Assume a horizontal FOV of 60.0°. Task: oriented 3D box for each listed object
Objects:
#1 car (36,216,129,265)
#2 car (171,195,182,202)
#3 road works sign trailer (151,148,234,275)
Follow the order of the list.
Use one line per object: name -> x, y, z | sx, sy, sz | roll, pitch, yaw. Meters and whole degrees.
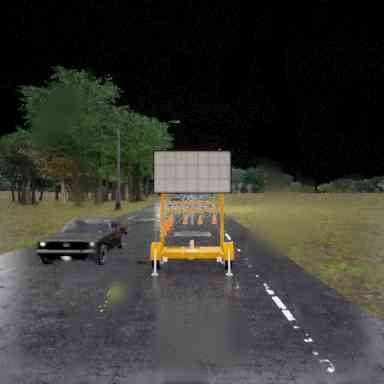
car -> -3.582, 1.577, 11.720 | 1.895, 1.301, 4.718 | 0, 0, 0
car -> -3.052, 1.254, 65.751 | 1.994, 1.385, 4.181 | 0, 1, 1
road works sign trailer -> 0.010, 0.445, 10.314 | 2.380, 3.560, 2.880 | 0, 0, 0
